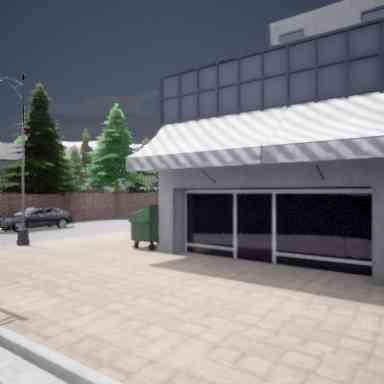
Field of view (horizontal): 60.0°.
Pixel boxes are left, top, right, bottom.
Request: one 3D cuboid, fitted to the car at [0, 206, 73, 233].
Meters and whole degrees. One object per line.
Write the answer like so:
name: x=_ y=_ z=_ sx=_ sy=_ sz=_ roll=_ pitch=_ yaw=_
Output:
car: x=-10.270 y=1.738 z=21.842 sx=1.837 sy=1.490 sz=4.892 roll=0 pitch=0 yaw=36
